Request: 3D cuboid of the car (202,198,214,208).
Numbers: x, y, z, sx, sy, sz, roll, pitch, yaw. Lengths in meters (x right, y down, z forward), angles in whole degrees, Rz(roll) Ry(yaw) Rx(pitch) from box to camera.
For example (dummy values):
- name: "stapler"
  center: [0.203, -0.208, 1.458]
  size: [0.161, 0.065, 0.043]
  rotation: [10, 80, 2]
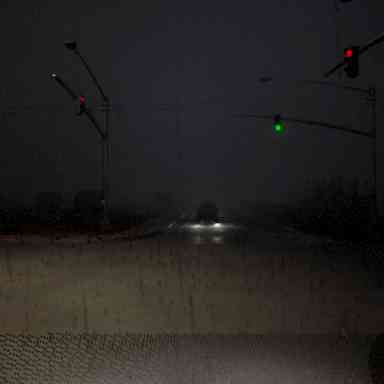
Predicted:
- name: "car"
  center: [3.038, 2.043, 61.861]
  size: [2.097, 1.767, 4.553]
  rotation: [0, -1, 3]

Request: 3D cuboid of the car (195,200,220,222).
- name: "car"
  center: [1.361, 1.756, 29.130]
  size: [1.882, 1.535, 5.008]
  rotation: [0, 0, 3]
